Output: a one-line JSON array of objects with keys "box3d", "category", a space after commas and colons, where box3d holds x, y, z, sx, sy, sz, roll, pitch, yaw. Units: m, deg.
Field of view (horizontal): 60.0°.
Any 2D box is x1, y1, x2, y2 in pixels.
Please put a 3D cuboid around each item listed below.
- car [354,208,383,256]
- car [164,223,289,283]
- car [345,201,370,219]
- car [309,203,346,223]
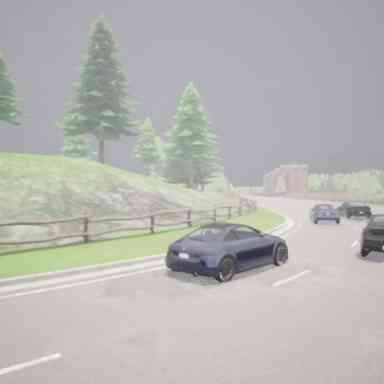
[{"box3d": [7.712, 1.549, 12.660, 1.837, 1.490, 4.892, 0, 0, 36], "category": "car"}, {"box3d": [1.185, 1.623, 10.073, 1.994, 1.385, 4.181, -1, 0, 44], "category": "car"}, {"box3d": [14.748, 1.596, 30.536, 1.882, 1.535, 5.008, 0, 0, 11], "category": "car"}, {"box3d": [10.484, 1.663, 26.516, 2.033, 1.411, 5.357, 0, 0, 14], "category": "car"}]
